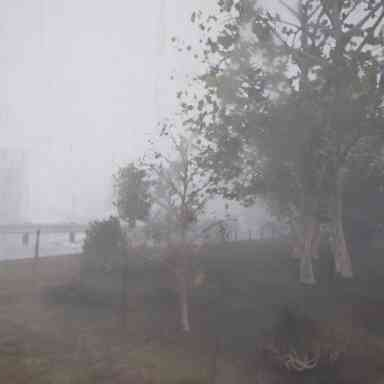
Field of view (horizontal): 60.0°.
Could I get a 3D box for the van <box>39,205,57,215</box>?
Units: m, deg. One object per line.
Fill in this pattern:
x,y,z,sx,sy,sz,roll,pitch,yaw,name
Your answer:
-29.482,3.899,70.574,1.878,1.987,4.442,1,1,19,van

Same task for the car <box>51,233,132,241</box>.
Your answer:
-7.640,4.407,25.555,5.566,2.045,2.435,1,1,17,car

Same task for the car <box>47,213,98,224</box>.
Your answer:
-15.645,4.202,43.059,5.566,2.045,2.435,0,0,17,car

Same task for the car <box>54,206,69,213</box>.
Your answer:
-24.695,4.187,67.121,1.946,1.575,5.366,0,1,19,car

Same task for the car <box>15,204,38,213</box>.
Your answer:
-38.811,3.857,78.229,2.185,1.767,4.553,1,1,19,car

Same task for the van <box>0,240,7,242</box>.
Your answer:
-11.150,4.436,20.711,4.442,1.987,1.878,1,1,17,van

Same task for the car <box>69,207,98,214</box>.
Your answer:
-20.050,4.013,63.169,2.435,2.045,5.566,1,1,18,car

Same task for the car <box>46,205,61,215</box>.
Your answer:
-27.108,4.198,68.814,2.002,1.452,4.674,0,1,19,car

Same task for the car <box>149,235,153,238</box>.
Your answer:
-5.759,4.408,27.970,5.566,2.045,2.435,1,1,17,car

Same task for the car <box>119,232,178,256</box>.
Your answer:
-3.939,4.688,30.385,4.792,1.488,2.163,1,1,17,car

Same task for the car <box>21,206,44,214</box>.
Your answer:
-36.486,4.057,76.322,2.002,1.452,4.674,0,1,19,car

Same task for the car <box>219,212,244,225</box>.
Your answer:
5.936,4.258,53.610,2.150,2.045,5.566,0,-1,-31,car

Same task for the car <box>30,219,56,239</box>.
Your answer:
-19.163,4.203,38.341,5.566,2.045,2.435,0,0,17,car

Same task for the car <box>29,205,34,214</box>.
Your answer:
-34.157,3.927,74.414,2.185,1.767,4.553,0,1,19,car

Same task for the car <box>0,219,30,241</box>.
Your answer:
-20.951,4.203,35.984,5.566,2.045,2.435,0,0,17,car

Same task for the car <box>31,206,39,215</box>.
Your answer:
-31.788,4.087,72.571,2.097,1.535,5.008,1,1,19,car

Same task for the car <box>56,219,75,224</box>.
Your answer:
-17.377,4.483,40.711,4.792,1.488,2.163,0,0,17,car

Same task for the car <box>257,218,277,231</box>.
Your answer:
9.568,4.148,42.389,1.837,1.490,4.892,1,-3,5,car
